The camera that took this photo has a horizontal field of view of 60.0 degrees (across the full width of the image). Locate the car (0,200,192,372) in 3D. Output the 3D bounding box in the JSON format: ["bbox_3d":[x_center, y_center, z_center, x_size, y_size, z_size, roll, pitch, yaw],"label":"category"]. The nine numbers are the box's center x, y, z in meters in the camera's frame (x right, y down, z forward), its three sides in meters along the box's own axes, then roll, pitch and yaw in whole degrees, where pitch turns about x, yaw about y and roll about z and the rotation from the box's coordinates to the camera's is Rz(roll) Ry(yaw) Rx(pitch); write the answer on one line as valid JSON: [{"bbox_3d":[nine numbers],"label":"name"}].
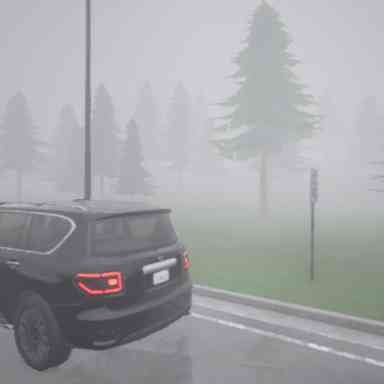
[{"bbox_3d":[-2.615,1.155,5.795,5.566,2.045,2.150,1,1,34],"label":"car"}]
